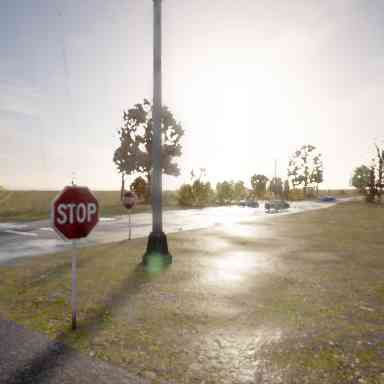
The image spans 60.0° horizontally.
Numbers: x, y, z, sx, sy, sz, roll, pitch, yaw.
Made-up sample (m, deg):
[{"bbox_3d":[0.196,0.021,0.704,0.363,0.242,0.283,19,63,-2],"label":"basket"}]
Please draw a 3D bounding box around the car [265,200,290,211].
[{"bbox_3d":[11.139,1.700,43.184,2.033,1.411,5.357,0,0,34],"label":"car"}]

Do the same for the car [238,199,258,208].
[{"bbox_3d":[8.777,1.724,52.222,1.994,1.385,4.181,0,0,34],"label":"car"}]

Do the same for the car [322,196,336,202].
[{"bbox_3d":[35.883,1.720,86.162,1.882,1.535,5.008,0,0,34],"label":"car"}]
